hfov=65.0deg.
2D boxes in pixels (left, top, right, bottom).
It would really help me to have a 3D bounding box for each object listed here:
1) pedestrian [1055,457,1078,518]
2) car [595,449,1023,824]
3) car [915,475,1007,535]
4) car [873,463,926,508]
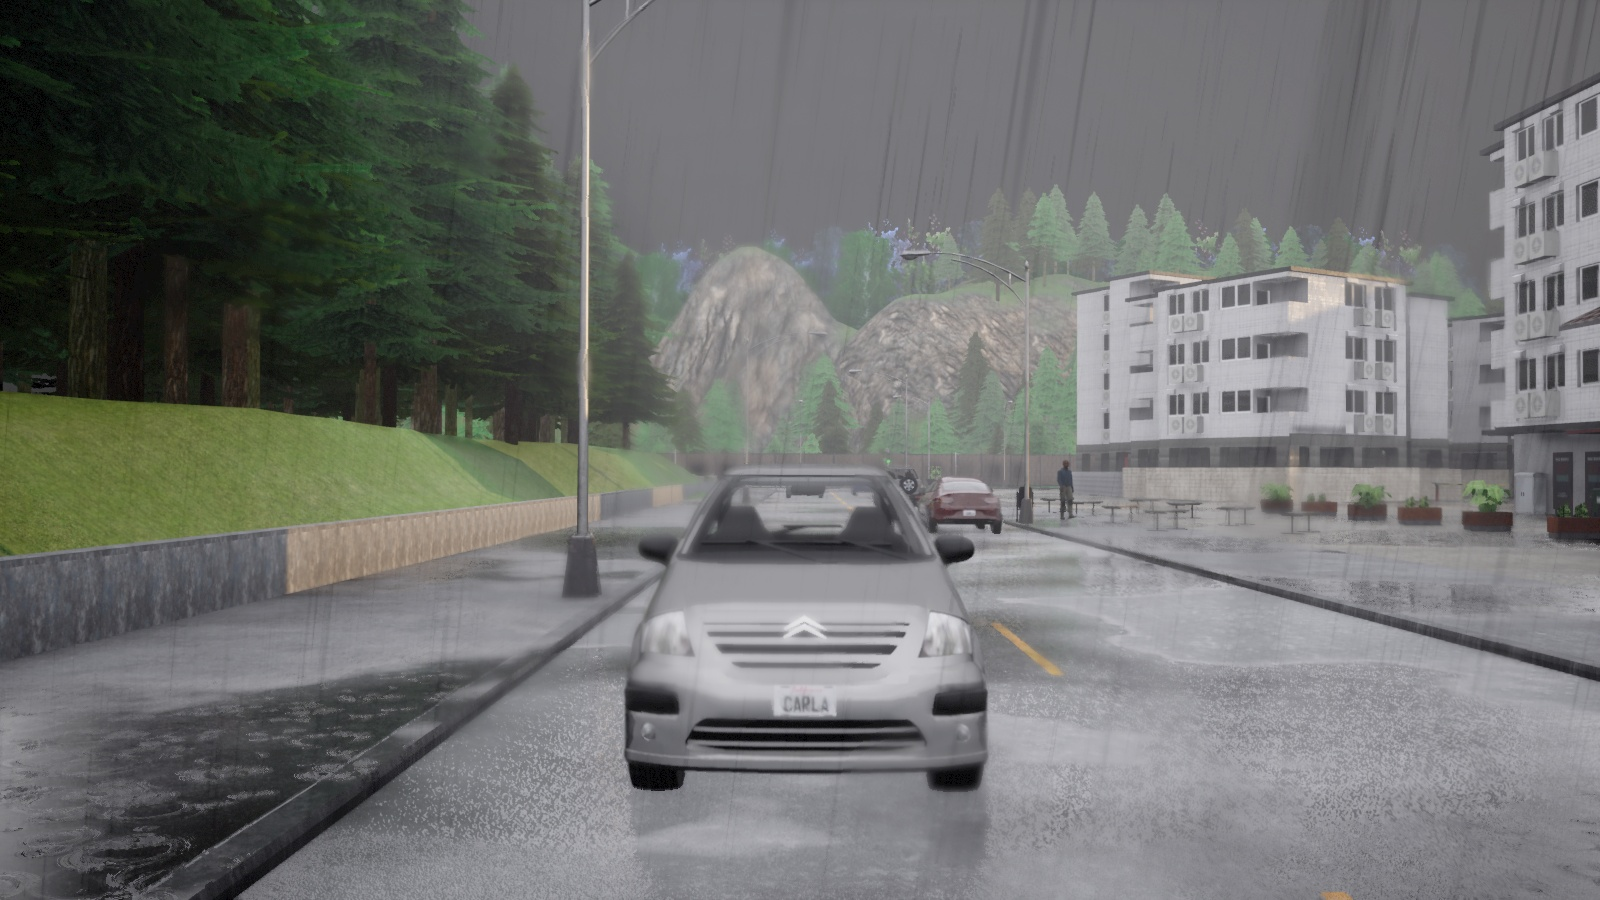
[{"bbox_3d":[8.080,1.130,38.093,0.370,1.835,0.726,0,-1,-16],"label":"pedestrian"},{"bbox_3d":[0.045,0.837,7.441,1.851,1.617,3.988,0,-1,0],"label":"car"},{"bbox_3d":[4.147,1.376,32.982,1.812,1.442,4.674,0,-1,0],"label":"car"},{"bbox_3d":[4.229,1.521,54.135,1.932,1.855,4.605,0,-1,0],"label":"car"}]
